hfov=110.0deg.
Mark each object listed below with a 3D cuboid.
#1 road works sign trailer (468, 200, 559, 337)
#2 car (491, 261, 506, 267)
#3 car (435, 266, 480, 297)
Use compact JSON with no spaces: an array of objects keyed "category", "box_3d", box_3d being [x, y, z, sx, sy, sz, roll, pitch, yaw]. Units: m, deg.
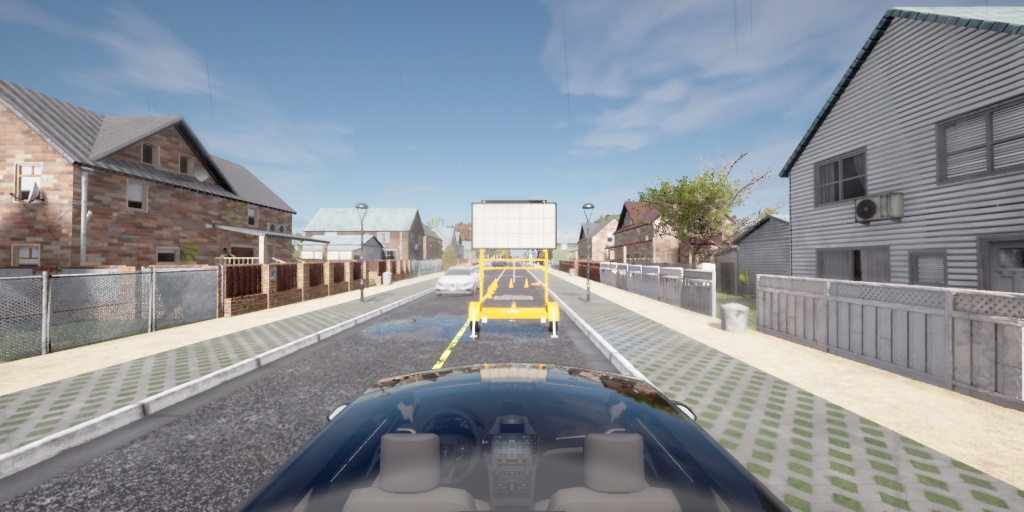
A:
[{"category":"road works sign trailer","box_3d":[0.060,0.220,10.240,2.380,3.560,2.880,0,0,1]},{"category":"car","box_3d":[-2.517,1.448,61.095,2.033,1.411,5.357,0,0,1]},{"category":"car","box_3d":[-2.757,1.293,19.040,1.812,1.442,4.674,0,0,0]}]
